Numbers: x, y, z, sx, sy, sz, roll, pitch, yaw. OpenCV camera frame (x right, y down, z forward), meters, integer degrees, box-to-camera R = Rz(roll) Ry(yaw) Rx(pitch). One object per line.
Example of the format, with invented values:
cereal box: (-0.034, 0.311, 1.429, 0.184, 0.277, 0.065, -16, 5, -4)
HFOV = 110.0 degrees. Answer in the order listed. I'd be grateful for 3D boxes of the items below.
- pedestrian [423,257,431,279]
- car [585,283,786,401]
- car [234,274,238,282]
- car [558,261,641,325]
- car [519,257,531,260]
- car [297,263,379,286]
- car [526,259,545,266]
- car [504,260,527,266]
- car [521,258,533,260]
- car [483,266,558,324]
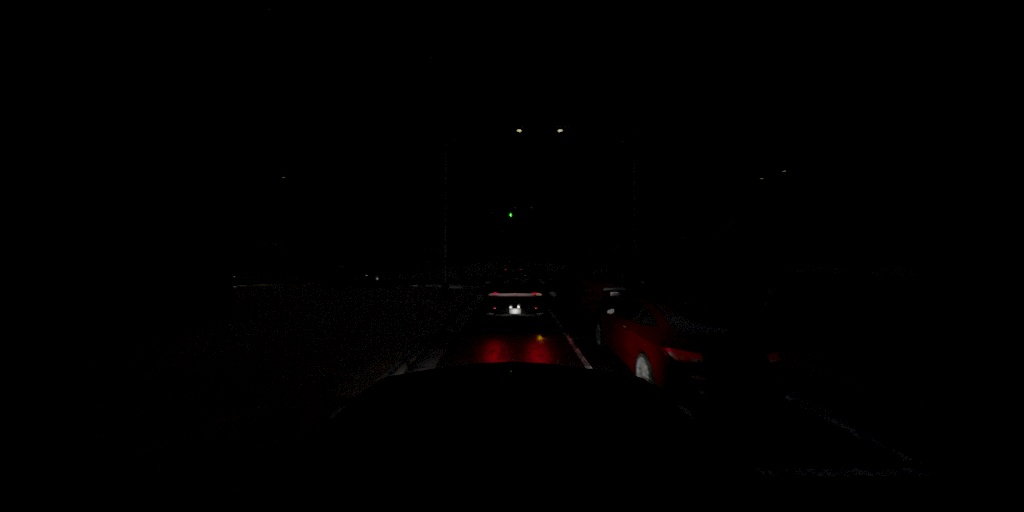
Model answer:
pedestrian: (-6.909, 0.942, 29.107, 0.375, 1.860, 0.375, 0, -1, 0)
car: (2.640, 1.332, 6.203, 1.802, 1.307, 4.207, 0, 0, 0)
car: (-21.007, 1.258, 23.200, 5.357, 1.411, 2.033, 0, -1, 0)
car: (2.641, 1.066, 11.652, 2.192, 1.841, 5.009, 0, 0, 0)
car: (2.656, 1.144, 59.830, 2.192, 1.841, 5.009, 0, 0, 0)
car: (-11.182, 1.216, 23.232, 4.902, 1.511, 2.128, 0, -1, 0)
car: (2.650, 1.325, 38.082, 1.888, 1.381, 4.507, 0, 0, 0)
car: (0.110, 1.336, 33.899, 1.994, 1.385, 4.181, 0, 0, 0)
car: (2.655, 1.360, 54.393, 1.888, 1.381, 4.507, 0, 0, 0)
car: (0.111, 1.243, 11.883, 2.128, 1.511, 4.902, 0, 0, 1)
